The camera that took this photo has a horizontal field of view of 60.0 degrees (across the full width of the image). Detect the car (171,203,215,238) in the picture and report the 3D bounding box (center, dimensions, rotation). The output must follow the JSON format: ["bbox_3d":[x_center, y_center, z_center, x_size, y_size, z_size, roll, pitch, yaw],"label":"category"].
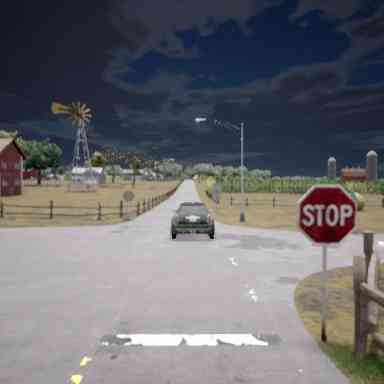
[{"bbox_3d":[0.036,1.344,17.717,2.097,1.767,4.553,0,0,0],"label":"car"}]
